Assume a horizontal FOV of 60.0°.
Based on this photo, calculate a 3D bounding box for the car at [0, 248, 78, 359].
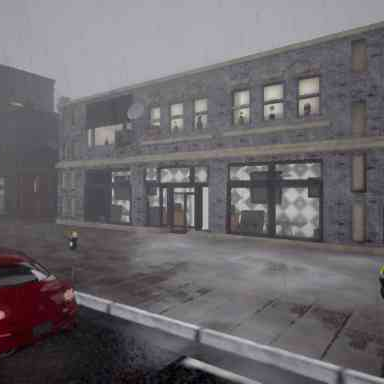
[{"bbox_3d":[-3.580,1.581,5.424,4.206,1.307,1.802,0,0,36],"label":"car"}]
